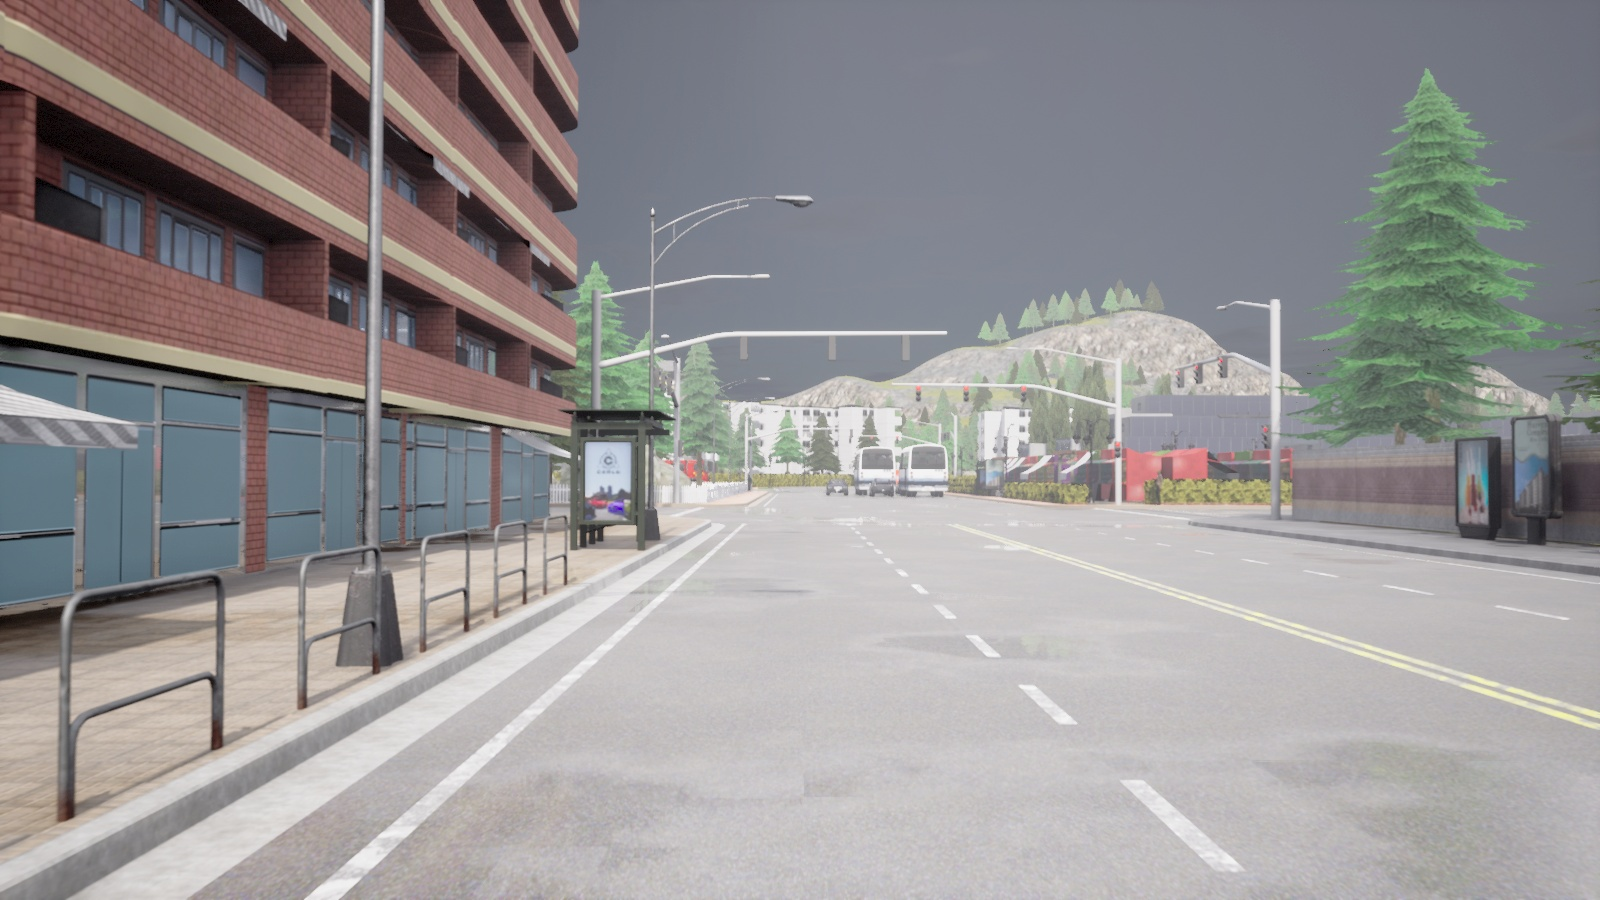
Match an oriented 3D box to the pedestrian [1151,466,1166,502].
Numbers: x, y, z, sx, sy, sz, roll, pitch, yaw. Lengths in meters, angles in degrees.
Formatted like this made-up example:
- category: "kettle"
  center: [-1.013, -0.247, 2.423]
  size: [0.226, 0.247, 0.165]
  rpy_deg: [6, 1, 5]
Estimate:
- category: "pedestrian"
  center: [18.472, 1.769, 64.735]
  size: [0.634, 1.846, 0.331]
  rpy_deg: [0, -1, 2]
